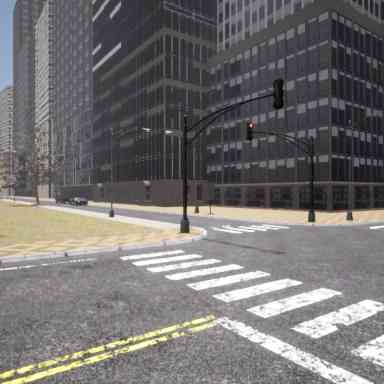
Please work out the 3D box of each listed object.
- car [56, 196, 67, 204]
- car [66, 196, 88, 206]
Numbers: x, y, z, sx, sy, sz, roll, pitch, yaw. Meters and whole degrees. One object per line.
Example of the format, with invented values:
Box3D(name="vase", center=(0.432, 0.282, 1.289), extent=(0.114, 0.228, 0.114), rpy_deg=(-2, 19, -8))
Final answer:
Box3D(name="car", center=(-24.642, 1.512, 63.508), extent=(1.837, 1.490, 4.892), rpy_deg=(0, 0, -35))
Box3D(name="car", center=(-18.849, 1.603, 55.243), extent=(1.895, 1.301, 4.718), rpy_deg=(0, 0, -35))
